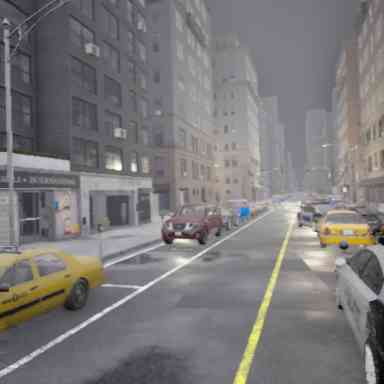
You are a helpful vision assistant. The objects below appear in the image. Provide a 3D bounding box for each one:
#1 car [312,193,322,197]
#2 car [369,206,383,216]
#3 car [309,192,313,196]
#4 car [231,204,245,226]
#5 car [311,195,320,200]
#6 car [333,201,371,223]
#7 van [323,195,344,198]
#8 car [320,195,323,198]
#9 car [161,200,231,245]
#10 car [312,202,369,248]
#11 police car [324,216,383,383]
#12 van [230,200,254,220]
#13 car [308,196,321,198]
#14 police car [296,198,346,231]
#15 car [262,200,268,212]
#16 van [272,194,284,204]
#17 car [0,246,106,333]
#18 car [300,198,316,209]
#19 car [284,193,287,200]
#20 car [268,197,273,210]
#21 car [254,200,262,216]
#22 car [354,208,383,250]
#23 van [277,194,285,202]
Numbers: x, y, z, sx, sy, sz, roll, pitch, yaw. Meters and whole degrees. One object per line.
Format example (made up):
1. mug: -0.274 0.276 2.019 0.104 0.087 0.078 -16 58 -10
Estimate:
1. car: 25.704 1.335 66.877 1.967 1.590 4.097 -2 -1 18
2. car: 6.500 1.213 8.755 2.192 1.841 5.009 -2 -1 18
3. car: 29.204 1.202 77.485 2.192 1.841 5.009 -2 -1 18
4. car: 1.969 1.731 22.179 2.008 1.369 4.403 -2 -1 18
5. car: 32.714 1.422 88.089 2.008 1.369 4.403 -2 0 18
6. car: 11.843 1.460 24.901 2.008 1.369 4.403 -2 -1 18
7. van: 15.393 1.250 35.672 1.690 1.788 3.998 -2 -1 18
8. car: 17.230 1.432 41.215 1.752 1.417 4.829 -2 -1 18
9. car: 0.184 1.492 16.800 2.192 1.841 5.009 -2 -1 18
10. car: 6.339 1.418 14.244 1.801 1.575 5.366 -2 -1 18
11. police car: 3.181 1.380 4.656 1.930 1.638 5.238 -2 -1 17
12. van: 3.740 1.525 27.563 1.690 1.788 3.998 -2 -1 18
13. car: 13.130 1.520 37.283 1.812 1.442 4.674 -2 -1 19
14. police car: 7.679 1.407 19.939 1.930 1.638 5.238 -2 -1 2
15. car: 7.249 1.710 38.166 1.752 1.417 4.829 -2 -1 18
16. van: 17.604 1.511 69.534 1.690 1.788 3.998 -2 -1 18
17. car: -3.419 1.694 5.872 1.752 1.417 4.829 -2 -1 18
18. car: 16.080 1.592 46.226 1.895 1.301 4.718 -2 -1 18
19. car: 21.108 1.477 80.143 2.192 1.841 5.009 -2 -1 18
20. car: 9.081 1.733 43.708 2.008 1.369 4.403 -2 -1 18
21. car: 5.471 1.711 32.783 1.752 1.417 4.829 -2 -1 18
22. car: 8.287 1.467 14.136 1.947 1.339 4.313 -2 -1 18
23. van: 22.861 1.496 85.446 1.690 1.788 3.998 -2 -1 18
